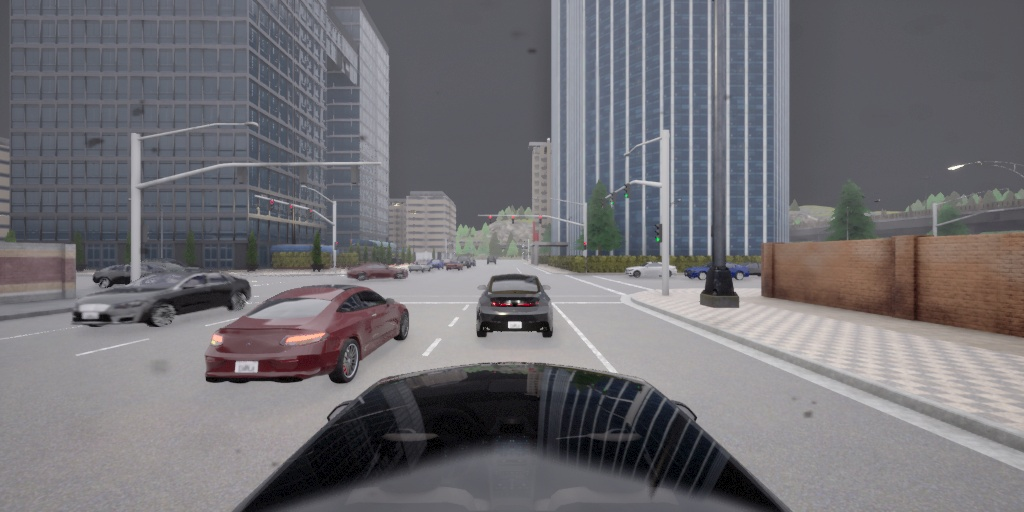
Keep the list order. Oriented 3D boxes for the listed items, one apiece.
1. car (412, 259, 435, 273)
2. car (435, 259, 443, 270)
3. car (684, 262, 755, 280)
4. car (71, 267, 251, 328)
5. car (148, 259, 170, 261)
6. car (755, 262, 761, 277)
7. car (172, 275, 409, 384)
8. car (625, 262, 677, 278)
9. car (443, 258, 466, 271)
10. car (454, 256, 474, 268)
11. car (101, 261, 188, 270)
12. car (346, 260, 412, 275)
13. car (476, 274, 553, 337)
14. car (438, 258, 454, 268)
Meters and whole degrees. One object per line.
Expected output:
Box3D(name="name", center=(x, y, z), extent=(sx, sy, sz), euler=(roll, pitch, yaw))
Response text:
Box3D(name="car", center=(-11.395, 1.350, 44.434), extent=(1.895, 1.301, 4.718), euler=(0, 0, 1))
Box3D(name="car", center=(-11.473, 1.227, 53.826), extent=(1.882, 1.535, 5.008), euler=(0, 0, -1))
Box3D(name="car", center=(17.209, 1.227, 30.269), extent=(5.008, 1.535, 1.882), euler=(0, 0, -1))
Box3D(name="car", center=(-10.685, 1.241, 11.488), extent=(2.128, 1.511, 4.902), euler=(0, 0, -2))
Box3D(name="car", center=(-25.105, 1.102, 26.180), extent=(4.553, 1.767, 2.097), euler=(0, 0, -1))
Box3D(name="car", center=(22.614, 1.297, 33.817), extent=(5.357, 1.411, 2.033), euler=(0, 0, -1))
Box3D(name="car", center=(-3.438, 1.276, 6.958), extent=(1.812, 1.442, 4.674), euler=(0, 0, 0))
Box3D(name="car", center=(13.027, 1.275, 33.713), extent=(4.674, 1.442, 1.812), euler=(0, 0, 1))
Box3D(name="car", center=(-7.912, 1.350, 49.641), extent=(1.895, 1.301, 4.718), euler=(0, 0, -1))
Box3D(name="car", center=(-8.050, 0.971, 59.435), extent=(2.150, 2.045, 5.566), euler=(0, 0, -1))
Box3D(name="car", center=(-23.365, 1.241, 22.646), extent=(4.902, 1.511, 2.128), euler=(0, 0, 1))
Box3D(name="car", center=(-10.855, 1.275, 28.992), extent=(4.674, 1.442, 1.812), euler=(0, 0, -29))
Box3D(name="car", center=(0.064, 1.255, 10.224), extent=(1.837, 1.490, 4.892), euler=(0, 0, 0))
Box3D(name="car", center=(-11.596, 1.227, 63.456), extent=(1.882, 1.535, 5.008), euler=(0, 0, 0))
